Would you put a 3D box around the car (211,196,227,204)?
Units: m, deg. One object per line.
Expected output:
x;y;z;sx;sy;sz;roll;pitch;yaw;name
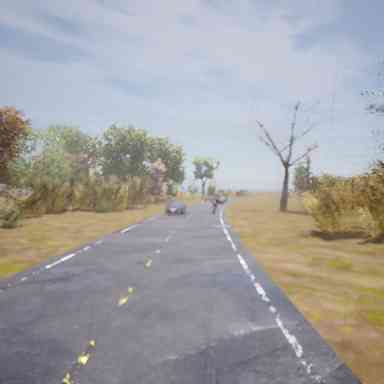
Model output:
5.539;1.833;67.620;1.895;1.301;4.718;0;0;10;car

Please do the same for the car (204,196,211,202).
3.802;1.600;75.542;1.837;1.490;4.892;0;0;10;car

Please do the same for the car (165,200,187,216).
-1.618;1.599;34.451;2.128;1.511;4.902;0;0;5;car

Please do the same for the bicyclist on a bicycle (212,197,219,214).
2.521;1.573;36.990;0.582;1.620;1.656;0;0;5;bicyclist on a bicycle

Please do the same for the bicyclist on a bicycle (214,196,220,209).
3.541;1.527;47.115;0.659;1.776;1.843;0;0;6;bicyclist on a bicycle
